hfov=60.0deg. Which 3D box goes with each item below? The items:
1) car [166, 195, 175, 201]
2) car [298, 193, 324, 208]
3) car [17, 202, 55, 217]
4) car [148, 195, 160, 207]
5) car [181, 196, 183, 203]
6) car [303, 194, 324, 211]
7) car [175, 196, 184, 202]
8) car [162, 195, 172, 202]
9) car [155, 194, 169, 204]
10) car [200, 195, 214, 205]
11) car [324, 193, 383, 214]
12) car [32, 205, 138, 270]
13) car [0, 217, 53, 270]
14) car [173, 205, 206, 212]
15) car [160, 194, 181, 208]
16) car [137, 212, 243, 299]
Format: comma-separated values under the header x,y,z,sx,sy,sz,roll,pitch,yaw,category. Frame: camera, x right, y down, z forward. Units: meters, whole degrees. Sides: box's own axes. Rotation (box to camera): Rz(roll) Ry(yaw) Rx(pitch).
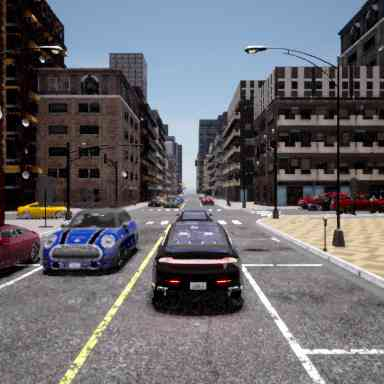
x,y,z,sx,sy,sz,roll,pitch,yaw,category
-5.585,1.481,85.377,1.967,1.590,4.097,0,0,0,car
14.606,1.015,37.572,5.009,1.841,2.192,-1,1,0,car
-13.865,1.714,31.591,5.008,1.535,1.882,-1,0,0,car
-5.627,1.581,51.281,1.947,1.339,4.313,0,0,0,car
-3.008,1.620,58.161,1.895,1.301,4.718,0,0,0,car
14.610,1.230,35.001,4.674,1.442,1.812,-1,0,0,car
-2.902,1.572,79.098,2.033,1.411,5.357,0,0,0,car
-5.599,1.471,74.011,1.967,1.590,4.097,0,0,0,car
-5.613,1.337,62.646,2.192,1.841,5.009,0,0,0,car
2.760,1.458,56.955,1.967,1.590,4.097,0,0,0,car
14.730,1.029,29.193,5.009,1.841,2.192,-1,1,0,car
-3.088,1.352,11.006,2.097,1.767,4.553,0,0,0,car
-5.730,1.582,9.258,1.802,1.307,4.206,0,0,0,car
0.120,1.565,17.078,1.994,1.385,4.181,0,0,0,car
-3.006,1.365,48.229,2.097,1.767,4.553,0,0,0,car
0.113,1.491,8.463,2.128,1.511,4.902,0,0,0,car
